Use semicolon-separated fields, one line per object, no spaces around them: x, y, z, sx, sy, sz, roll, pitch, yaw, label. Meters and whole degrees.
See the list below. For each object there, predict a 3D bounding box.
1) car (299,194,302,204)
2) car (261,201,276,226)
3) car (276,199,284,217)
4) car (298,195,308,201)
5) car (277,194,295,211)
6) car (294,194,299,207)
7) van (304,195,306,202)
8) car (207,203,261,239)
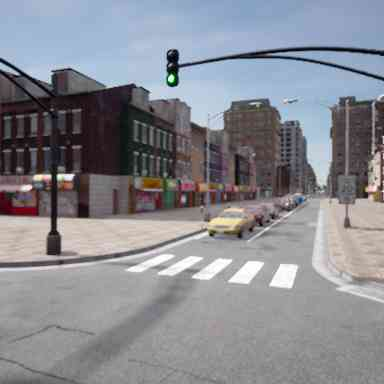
14.501;1.217;48.836;2.192;1.841;5.009;1;0;21;car
4.279;1.479;22.740;1.887;1.381;4.507;1;0;21;car
6.322;1.507;27.960;1.802;1.307;4.206;1;0;21;car
26.765;1.463;80.154;1.947;1.339;4.313;1;0;21;car
10.412;1.351;38.398;1.967;1.590;4.097;1;0;21;car
12.456;1.346;43.617;1.967;1.590;4.097;1;0;21;car
20.634;1.236;64.495;1.690;1.788;3.998;1;0;21;van
2.173;1.471;17.363;1.752;1.417;4.829;1;0;21;car
